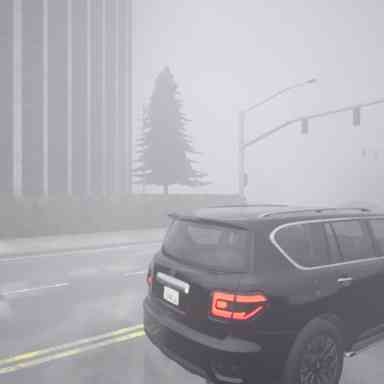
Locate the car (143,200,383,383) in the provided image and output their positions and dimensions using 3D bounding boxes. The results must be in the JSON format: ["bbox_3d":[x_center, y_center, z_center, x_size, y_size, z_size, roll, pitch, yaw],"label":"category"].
[{"bbox_3d":[1.978,1.221,5.154,5.566,2.045,2.150,0,0,-35],"label":"car"}]

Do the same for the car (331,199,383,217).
[{"bbox_3d":[16.282,1.503,32.207,1.837,1.490,4.892,0,0,-36],"label":"car"}]

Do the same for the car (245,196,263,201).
[{"bbox_3d":[8.233,1.562,43.251,1.994,1.385,4.181,0,0,-36],"label":"car"}]

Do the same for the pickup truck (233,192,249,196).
[{"bbox_3d":[10.149,1.055,68.759,2.390,2.098,6.274,0,0,-5],"label":"pickup truck"}]
